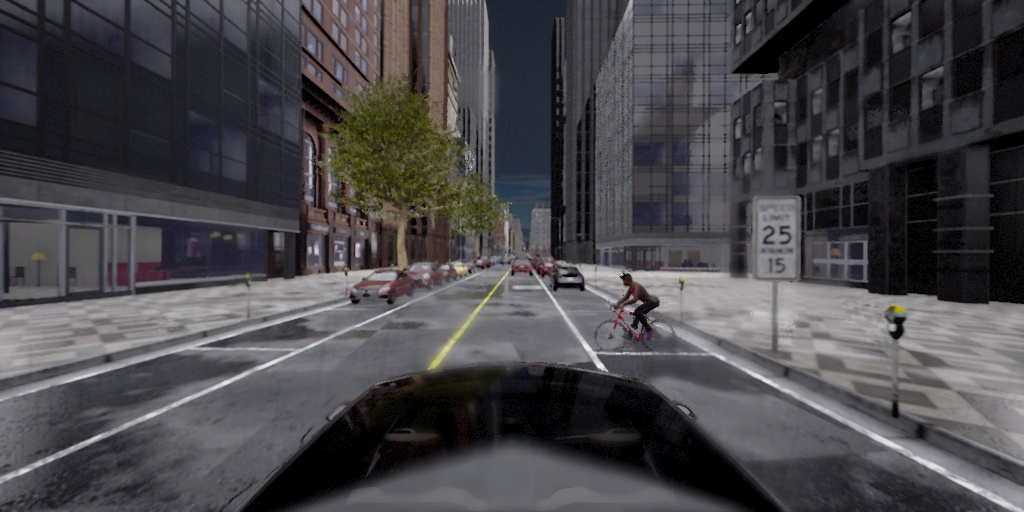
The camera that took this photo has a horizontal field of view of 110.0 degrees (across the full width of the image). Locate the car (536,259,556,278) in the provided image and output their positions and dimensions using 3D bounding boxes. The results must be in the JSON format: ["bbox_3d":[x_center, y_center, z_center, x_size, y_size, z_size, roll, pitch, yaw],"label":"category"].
[{"bbox_3d":[3.467,1.224,32.446,1.888,1.381,4.507,0,0,2],"label":"car"}]

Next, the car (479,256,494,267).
[{"bbox_3d":[-4.442,0.925,55.234,2.192,1.841,5.009,0,0,2],"label":"car"}]

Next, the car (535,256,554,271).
[{"bbox_3d":[3.621,0.984,38.083,2.192,1.841,5.009,0,0,2],"label":"car"}]

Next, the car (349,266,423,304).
[{"bbox_3d":[-5.514,1.266,15.773,1.802,1.307,4.207,0,0,2],"label":"car"}]

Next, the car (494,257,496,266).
[{"bbox_3d":[-4.288,1.168,60.872,1.948,1.339,4.313,0,0,2],"label":"car"}]

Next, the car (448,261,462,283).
[{"bbox_3d":[-5.207,1.238,27.047,1.802,1.307,4.207,0,0,2],"label":"car"}]

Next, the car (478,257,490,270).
[{"bbox_3d":[-4.595,1.164,49.596,1.888,1.381,4.507,0,0,2],"label":"car"}]

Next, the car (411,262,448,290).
[{"bbox_3d":[-5.361,1.109,21.409,1.967,1.591,4.097,0,0,2],"label":"car"}]

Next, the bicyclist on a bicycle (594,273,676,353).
[{"bbox_3d":[2.497,1.180,7.301,1.656,1.620,0.582,-1,0,2],"label":"bicyclist on a bicycle"}]

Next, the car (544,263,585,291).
[{"bbox_3d":[3.162,1.268,21.173,1.948,1.339,4.313,0,0,2],"label":"car"}]

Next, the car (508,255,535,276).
[{"bbox_3d":[1.010,1.014,36.482,2.097,1.767,4.553,0,0,2],"label":"car"}]

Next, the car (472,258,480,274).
[{"bbox_3d":[-4.901,1.201,38.322,1.948,1.339,4.313,0,0,2],"label":"car"}]

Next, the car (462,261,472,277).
[{"bbox_3d":[-5.059,1.170,32.514,1.751,1.417,4.829,0,0,2],"label":"car"}]
